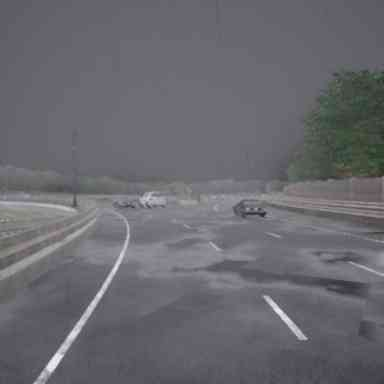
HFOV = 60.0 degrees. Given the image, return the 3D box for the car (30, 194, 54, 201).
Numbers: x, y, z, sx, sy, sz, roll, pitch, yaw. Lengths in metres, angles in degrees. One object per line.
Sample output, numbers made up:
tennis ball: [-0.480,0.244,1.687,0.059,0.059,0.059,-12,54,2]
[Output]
car: [-34.251,1.353,76.077,5.008,1.535,1.882,0,0,39]

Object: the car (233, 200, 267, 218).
car: [4.657,1.321,27.294,2.033,1.411,5.357,-1,0,-3]

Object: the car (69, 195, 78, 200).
car: [-30.089,1.399,81.744,4.718,1.301,1.895,0,0,39]

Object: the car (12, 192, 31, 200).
car: [-42.247,0.988,82.548,5.566,2.045,2.150,0,0,34]

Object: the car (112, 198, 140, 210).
car: [-8.332,1.379,40.388,2.033,1.411,5.357,-1,0,-24]

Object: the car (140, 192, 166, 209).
car: [-4.971,1.010,41.252,2.150,2.045,5.566,0,0,-24]

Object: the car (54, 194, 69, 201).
car: [-32.072,1.320,78.830,5.008,1.535,1.882,0,0,39]

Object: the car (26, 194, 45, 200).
car: [-40.136,1.262,85.346,5.357,1.411,2.033,0,0,34]
